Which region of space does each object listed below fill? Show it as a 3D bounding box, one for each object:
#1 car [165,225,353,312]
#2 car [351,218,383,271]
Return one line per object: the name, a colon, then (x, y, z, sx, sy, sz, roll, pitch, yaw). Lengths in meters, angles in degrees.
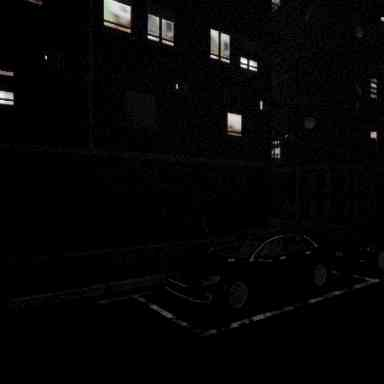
car: (1.478, 1.549, 7.612, 4.403, 1.369, 2.008, 0, 0, -36)
car: (6.066, 1.541, 10.885, 4.507, 1.381, 1.887, 0, 0, -36)
